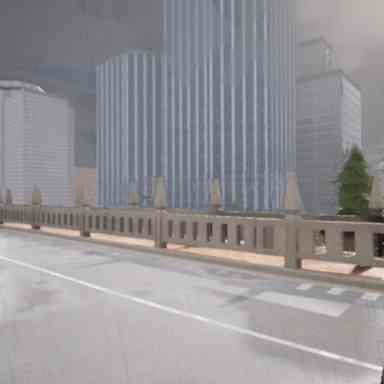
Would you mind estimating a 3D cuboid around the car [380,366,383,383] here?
[{"bbox_3d":[3.299,1.573,1.780,4.181,1.385,1.994,0,0,35],"label":"car"}]
